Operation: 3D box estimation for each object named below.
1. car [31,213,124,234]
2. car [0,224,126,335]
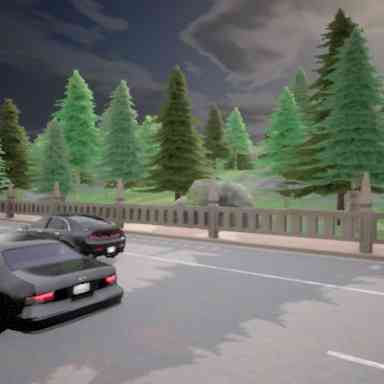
[{"bbox_3d":[-4.389,1.479,11.397,4.892,1.490,1.837,0,0,36],"label":"car"},{"bbox_3d":[-3.740,1.530,6.615,5.357,1.411,2.033,0,0,36],"label":"car"}]
